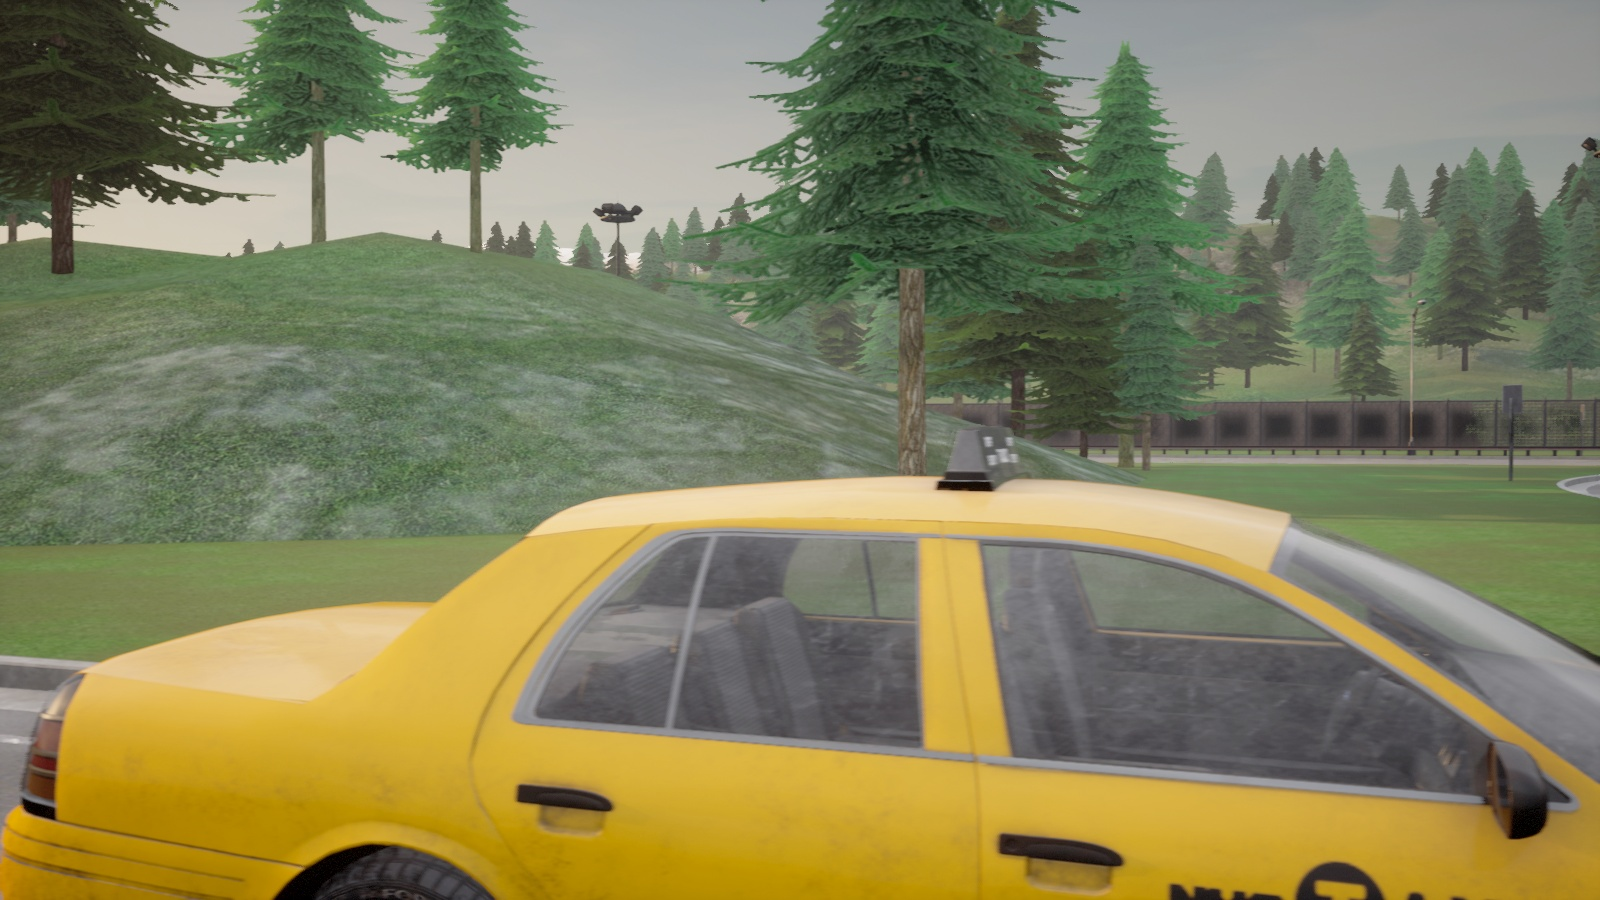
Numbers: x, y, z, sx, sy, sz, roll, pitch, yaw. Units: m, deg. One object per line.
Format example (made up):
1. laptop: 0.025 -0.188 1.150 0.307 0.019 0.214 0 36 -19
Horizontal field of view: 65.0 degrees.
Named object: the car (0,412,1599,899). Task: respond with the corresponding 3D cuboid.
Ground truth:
1. car: 0.563 0.717 3.003 5.366 1.575 1.801 1 1 19
